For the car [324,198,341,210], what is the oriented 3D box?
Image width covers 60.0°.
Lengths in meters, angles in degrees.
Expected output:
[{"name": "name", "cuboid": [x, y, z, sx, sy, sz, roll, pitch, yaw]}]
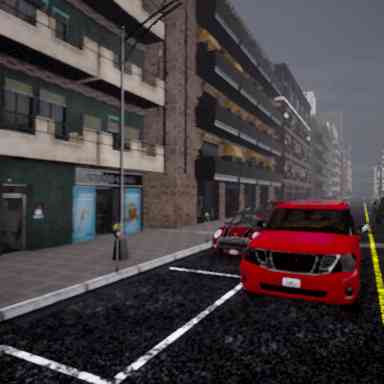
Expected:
[{"name": "car", "cuboid": [20.319, 1.625, 47.908, 1.967, 1.590, 4.097, 0, 0, 27]}]

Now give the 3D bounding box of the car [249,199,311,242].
[{"name": "car", "cuboid": [4.875, 1.373, 17.824, 2.192, 1.841, 5.009, 0, 0, 27]}]

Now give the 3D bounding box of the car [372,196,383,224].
[{"name": "car", "cuboid": [15.447, 1.342, 25.764, 2.150, 2.045, 5.566, 0, 0, 27]}]

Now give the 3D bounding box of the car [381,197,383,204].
[{"name": "car", "cuboid": [40.643, 1.861, 69.147, 2.008, 1.369, 4.403, 0, 0, 27]}]

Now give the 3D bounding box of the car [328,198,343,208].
[{"name": "car", "cuboid": [22.893, 1.750, 52.923, 1.887, 1.381, 4.507, 0, 0, 27]}]

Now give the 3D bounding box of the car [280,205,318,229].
[{"name": "car", "cuboid": [7.447, 1.662, 22.839, 1.802, 1.307, 4.206, 0, 0, 27]}]

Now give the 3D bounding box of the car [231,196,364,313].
[{"name": "car", "cuboid": [3.016, 1.252, 8.315, 2.150, 2.045, 5.566, 0, 0, 27]}]

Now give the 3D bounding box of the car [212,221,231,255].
[{"name": "car", "cuboid": [2.299, 1.477, 12.810, 1.967, 1.590, 4.097, 0, 0, 27]}]
